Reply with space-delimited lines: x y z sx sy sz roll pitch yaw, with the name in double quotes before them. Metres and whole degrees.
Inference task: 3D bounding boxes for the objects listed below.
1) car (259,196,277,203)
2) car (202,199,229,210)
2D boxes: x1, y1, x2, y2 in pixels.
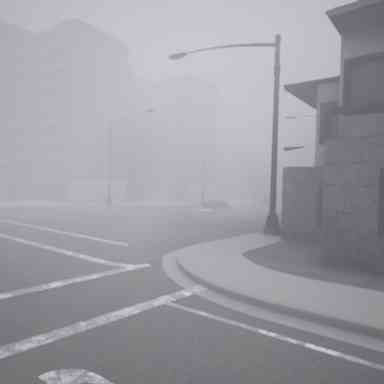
"car" 12.750 1.450 55.366 1.837 1.490 4.892 2 1 37
"car" 3.042 1.539 42.683 1.994 1.385 4.181 2 0 37
